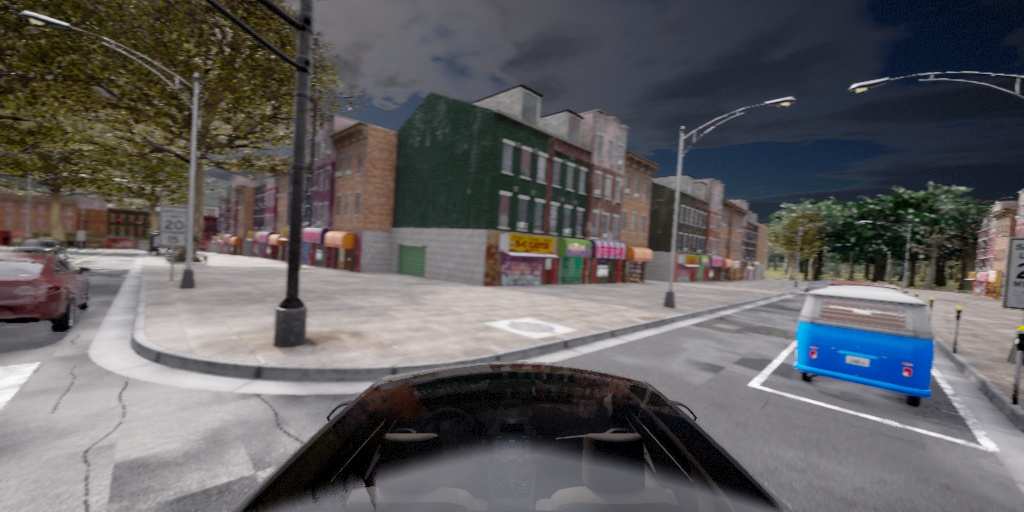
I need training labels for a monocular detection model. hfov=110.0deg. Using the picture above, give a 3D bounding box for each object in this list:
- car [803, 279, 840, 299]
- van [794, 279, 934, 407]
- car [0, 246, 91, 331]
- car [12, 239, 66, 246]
[{"bbox_3d":[26.869,2.817,31.110,4.181,1.385,1.994,3,1,-45],"label":"car"},{"bbox_3d":[6.722,1.499,7.004,1.690,1.789,3.998,0,0,45],"label":"van"},{"bbox_3d":[-10.044,0.634,7.196,4.674,1.442,1.812,3,1,45],"label":"car"},{"bbox_3d":[-30.949,-0.373,23.681,4.892,1.490,1.837,2,0,45],"label":"car"}]
